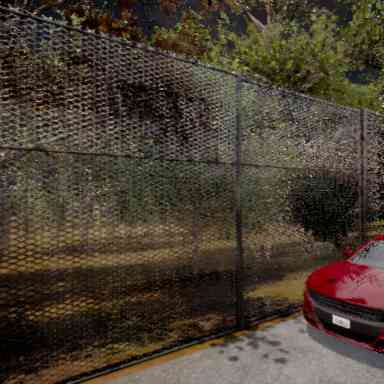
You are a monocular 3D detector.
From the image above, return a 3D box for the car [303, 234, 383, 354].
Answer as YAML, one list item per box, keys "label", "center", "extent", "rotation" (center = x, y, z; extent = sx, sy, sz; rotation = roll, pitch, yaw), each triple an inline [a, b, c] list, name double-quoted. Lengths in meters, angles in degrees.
- label: "car"
  center: [4.056, 1.498, 5.957]
  extent: [5.008, 1.535, 1.882]
  rotation: [0, 0, -35]
